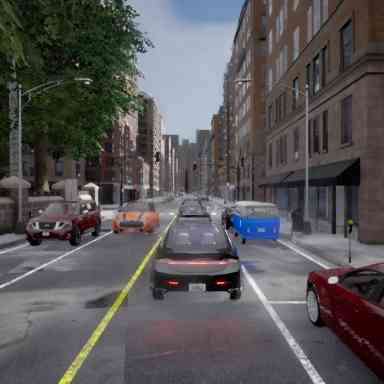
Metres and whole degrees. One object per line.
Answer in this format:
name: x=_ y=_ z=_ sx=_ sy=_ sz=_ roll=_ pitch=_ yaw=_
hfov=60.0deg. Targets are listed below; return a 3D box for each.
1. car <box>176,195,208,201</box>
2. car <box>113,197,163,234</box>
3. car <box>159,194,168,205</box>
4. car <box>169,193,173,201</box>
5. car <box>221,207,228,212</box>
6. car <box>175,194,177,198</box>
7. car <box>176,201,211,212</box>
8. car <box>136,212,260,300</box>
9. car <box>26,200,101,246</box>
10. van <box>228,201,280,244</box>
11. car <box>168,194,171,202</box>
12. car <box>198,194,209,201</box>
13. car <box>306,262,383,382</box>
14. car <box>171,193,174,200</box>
car: x=-0.011 y=1.338 z=27.486 sx=2.097 sy=1.767 sz=4.553 roll=0 pitch=0 yaw=0
car: x=-3.068 y=1.343 z=19.098 sx=2.097 sy=1.767 sz=4.553 roll=0 pitch=0 yaw=0
car: x=-5.691 y=1.480 z=58.945 sx=1.752 sy=1.417 sz=4.829 roll=0 pitch=0 yaw=0
car: x=-5.695 y=1.493 z=70.017 sx=1.887 sy=1.381 sz=4.507 roll=0 pitch=0 yaw=0
car: x=2.848 y=1.557 z=21.130 sx=1.947 sy=1.339 sz=4.313 roll=0 pitch=0 yaw=0
car: x=-5.701 y=1.496 z=86.369 sx=2.008 sy=1.369 sz=4.403 roll=0 pitch=0 yaw=0
car: x=0.092 y=1.485 z=18.309 sx=2.128 sy=1.511 sz=4.902 roll=0 pitch=0 yaw=0
car: x=0.097 y=1.490 z=8.370 sx=2.128 sy=1.511 sz=4.902 roll=0 pitch=0 yaw=0
car: x=-5.676 y=1.310 z=15.426 sx=2.192 sy=1.841 sz=5.009 roll=0 pitch=0 yaw=0
van: x=2.849 y=1.336 z=15.469 sx=1.690 sy=1.788 sz=3.998 roll=0 pitch=0 yaw=0
car: x=-5.693 y=1.502 z=64.566 sx=2.008 sy=1.369 sz=4.403 roll=0 pitch=0 yaw=0
car: x=2.827 y=1.387 z=75.506 sx=1.967 sy=1.590 sz=4.097 roll=0 pitch=0 yaw=0
car: x=2.853 y=1.544 z=4.149 sx=1.887 sy=1.381 sz=4.507 roll=0 pitch=0 yaw=0
car: x=-5.697 y=1.491 z=75.468 sx=1.887 sy=1.381 sz=4.507 roll=0 pitch=0 yaw=0
